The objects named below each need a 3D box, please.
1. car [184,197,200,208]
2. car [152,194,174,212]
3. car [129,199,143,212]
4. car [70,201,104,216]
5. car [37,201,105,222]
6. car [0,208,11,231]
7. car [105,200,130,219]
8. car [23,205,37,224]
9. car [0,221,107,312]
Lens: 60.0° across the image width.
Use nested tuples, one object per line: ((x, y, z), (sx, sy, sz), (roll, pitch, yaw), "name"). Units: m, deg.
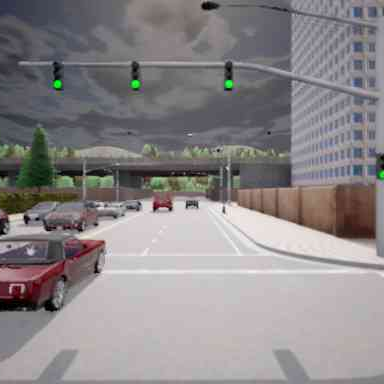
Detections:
((0.014, 1.498, 46.748), (1.837, 1.490, 4.892), (0, 1, 0), "car")
((-3.421, 1.214, 39.668), (2.150, 2.045, 5.566), (0, 0, 0), "car")
((-7.003, 1.557, 39.101), (1.994, 1.385, 4.181), (0, 0, 0), "car")
((-10.552, 1.595, 33.773), (1.895, 1.301, 4.718), (0, 0, 1), "car")
((-7.097, 1.348, 20.071), (2.097, 1.767, 4.553), (0, 0, 0), "car")
((-10.600, 1.349, 15.590), (2.097, 1.767, 4.553), (0, 0, 0), "car")
((-7.080, 1.596, 29.054), (1.895, 1.301, 4.718), (0, 0, 0), "car")
((-10.591, 1.487, 24.550), (2.128, 1.511, 4.902), (0, 0, 0), "car")
((-3.400, 1.599, 7.625), (1.895, 1.301, 4.718), (0, 0, 0), "car")
